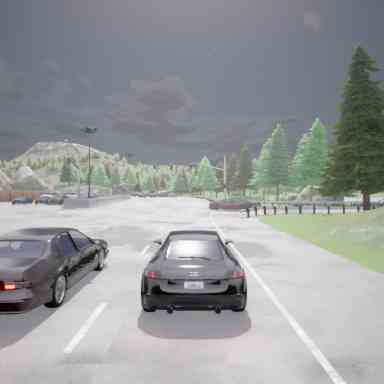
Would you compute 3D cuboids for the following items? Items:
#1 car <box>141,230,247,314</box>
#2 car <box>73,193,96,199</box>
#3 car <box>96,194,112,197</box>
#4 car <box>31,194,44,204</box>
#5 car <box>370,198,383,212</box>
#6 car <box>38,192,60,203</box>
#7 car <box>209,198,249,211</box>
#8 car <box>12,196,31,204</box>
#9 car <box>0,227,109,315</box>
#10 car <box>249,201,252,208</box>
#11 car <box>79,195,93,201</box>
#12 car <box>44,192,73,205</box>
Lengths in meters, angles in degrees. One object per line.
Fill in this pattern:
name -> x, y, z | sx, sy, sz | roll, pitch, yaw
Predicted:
car -> 0.035, 1.563, 7.694 | 1.994, 1.385, 4.181 | 0, 0, 0
car -> -21.596, 1.300, 66.881 | 2.128, 1.511, 4.902 | 0, 0, -1
car -> -21.757, 1.238, 81.016 | 2.128, 1.511, 4.902 | 0, 0, -1
car -> -25.062, 1.385, 56.613 | 1.994, 1.385, 4.181 | 0, 0, 0
car -> 21.622, 1.401, 36.713 | 4.902, 1.511, 2.128 | 0, 0, 12
car -> -28.594, 1.001, 66.662 | 2.150, 2.045, 5.566 | 0, 0, -1
car -> 4.016, 1.474, 38.061 | 4.181, 1.385, 1.994 | 0, 0, 0
car -> -28.552, 1.387, 56.132 | 1.994, 1.385, 4.181 | 0, 0, 0
car -> -3.464, 1.547, 7.846 | 2.033, 1.411, 5.357 | 0, 0, 0
car -> 5.647, 1.451, 42.798 | 4.181, 1.385, 1.994 | 0, 0, 15
car -> -25.217, 1.315, 79.234 | 1.895, 1.301, 4.718 | 0, 0, -1
car -> -21.553, 1.185, 53.883 | 2.097, 1.767, 4.553 | 0, 0, 0
